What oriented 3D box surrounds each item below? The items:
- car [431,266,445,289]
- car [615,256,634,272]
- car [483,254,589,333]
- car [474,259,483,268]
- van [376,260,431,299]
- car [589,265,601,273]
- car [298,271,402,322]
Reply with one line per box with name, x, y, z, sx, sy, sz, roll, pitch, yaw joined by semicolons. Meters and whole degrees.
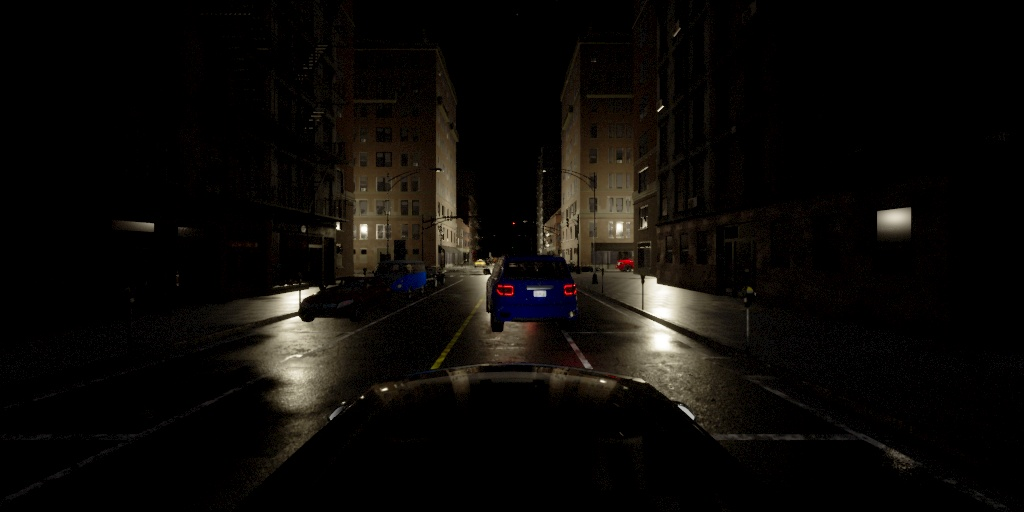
car;-5.394;1.299;22.971;2.007;1.370;4.403;0;0;0
car;15.327;0.877;43.024;5.566;2.045;2.150;0;0;0
car;0.358;0.971;11.002;2.150;2.045;5.566;0;0;-6
car;-5.396;1.272;60.765;1.751;1.417;4.829;0;0;0
van;-5.394;1.090;17.565;1.690;1.789;3.998;0;0;0
car;7.637;1.302;40.058;4.718;1.301;1.895;0;0;0
car;-5.395;1.331;12.159;1.802;1.307;4.207;0;0;0
